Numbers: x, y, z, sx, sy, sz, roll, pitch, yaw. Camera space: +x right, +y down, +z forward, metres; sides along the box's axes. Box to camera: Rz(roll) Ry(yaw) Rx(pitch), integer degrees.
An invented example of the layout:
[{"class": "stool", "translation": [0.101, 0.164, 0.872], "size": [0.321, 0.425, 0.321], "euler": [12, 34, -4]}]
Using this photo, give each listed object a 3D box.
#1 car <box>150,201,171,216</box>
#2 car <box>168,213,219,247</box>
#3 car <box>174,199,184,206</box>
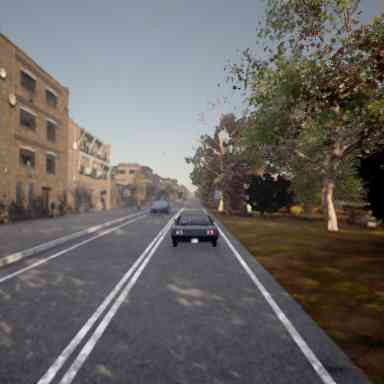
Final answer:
[{"class": "car", "translation": [-3.281, 1.663, 35.104], "size": [1.882, 1.535, 5.008], "euler": [0, -1, 0]}, {"class": "car", "translation": [0.112, 1.624, 15.212], "size": [1.895, 1.301, 4.718], "euler": [0, 0, 0]}, {"class": "car", "translation": [-2.969, 2.293, 76.256], "size": [1.882, 1.535, 5.008], "euler": [0, -1, 0]}]
